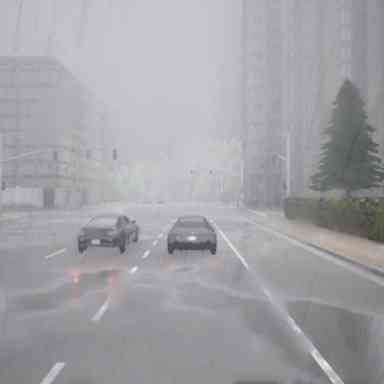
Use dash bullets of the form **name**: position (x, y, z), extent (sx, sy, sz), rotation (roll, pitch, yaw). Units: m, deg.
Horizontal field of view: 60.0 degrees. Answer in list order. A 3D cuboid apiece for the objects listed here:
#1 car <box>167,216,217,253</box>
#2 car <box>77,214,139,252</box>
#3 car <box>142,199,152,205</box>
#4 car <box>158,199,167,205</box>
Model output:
- **car**: position (0.005, 1.700, 14.291), extent (1.994, 1.385, 4.181), rotation (0, 0, 0)
- **car**: position (-3.496, 1.662, 14.383), extent (1.812, 1.442, 4.674), rotation (0, 0, 0)
- **car**: position (-10.500, 2.279, 78.433), extent (2.033, 1.411, 5.357), rotation (0, -1, 0)
- **car**: position (-7.000, 2.279, 78.432), extent (2.033, 1.411, 5.357), rotation (0, -1, 0)
